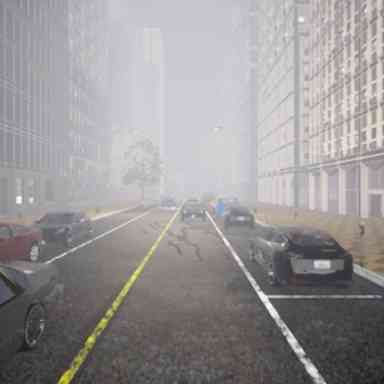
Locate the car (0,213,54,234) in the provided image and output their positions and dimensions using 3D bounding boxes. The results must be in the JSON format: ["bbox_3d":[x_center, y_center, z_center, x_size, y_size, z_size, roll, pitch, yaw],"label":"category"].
[{"bbox_3d":[-5.690,1.504,8.957,1.887,1.381,4.507,0,0,0],"label":"car"}]

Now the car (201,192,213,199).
[{"bbox_3d":[2.688,1.039,54.486,2.192,1.841,5.009,0,0,0],"label":"car"}]

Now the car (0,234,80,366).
[{"bbox_3d":[-3.100,1.532,3.376,2.033,1.411,5.357,0,0,0],"label":"car"}]

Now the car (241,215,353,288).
[{"bbox_3d":[2.691,1.525,8.950,1.947,1.339,4.313,0,0,0],"label":"car"}]

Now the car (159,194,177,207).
[{"bbox_3d":[-3.091,1.340,45.141,1.994,1.385,4.181,0,0,0],"label":"car"}]

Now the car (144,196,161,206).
[{"bbox_3d":[-5.694,1.306,48.806,2.008,1.369,4.403,0,0,0],"label":"car"}]

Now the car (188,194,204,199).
[{"bbox_3d":[0.096,1.354,42.341,1.994,1.385,4.181,0,0,0],"label":"car"}]

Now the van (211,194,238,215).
[{"bbox_3d":[2.690,1.218,26.027,1.690,1.788,3.998,0,0,0],"label":"van"}]

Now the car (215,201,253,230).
[{"bbox_3d":[2.690,1.471,20.334,1.947,1.339,4.313,0,0,0],"label":"car"}]

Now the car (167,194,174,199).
[{"bbox_3d":[-5.697,1.103,88.650,1.802,1.307,4.206,0,0,0],"label":"car"}]

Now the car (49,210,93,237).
[{"bbox_3d":[-5.690,1.498,14.650,1.947,1.339,4.313,0,0,0],"label":"car"}]

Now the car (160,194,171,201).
[{"bbox_3d":[-5.696,1.176,71.575,2.008,1.369,4.403,0,0,0],"label":"car"}]

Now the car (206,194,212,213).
[{"bbox_3d":[2.689,1.288,31.719,1.967,1.590,4.097,0,0,0],"label":"car"}]

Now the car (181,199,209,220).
[{"bbox_3d":[0.096,1.475,26.595,1.895,1.301,4.718,0,0,0],"label":"car"}]

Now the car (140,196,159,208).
[{"bbox_3d":[-5.693,1.313,42.942,1.752,1.417,4.829,0,0,0],"label":"car"}]

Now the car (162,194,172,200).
[{"bbox_3d":[-5.696,1.157,77.268,1.947,1.339,4.313,0,0,0],"label":"car"}]

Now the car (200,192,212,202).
[{"bbox_3d":[2.687,0.974,65.871,2.192,1.841,5.009,0,0,0],"label":"car"}]

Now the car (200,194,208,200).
[{"bbox_3d":[2.684,1.115,77.425,1.752,1.417,4.829,0,0,0],"label":"car"}]
